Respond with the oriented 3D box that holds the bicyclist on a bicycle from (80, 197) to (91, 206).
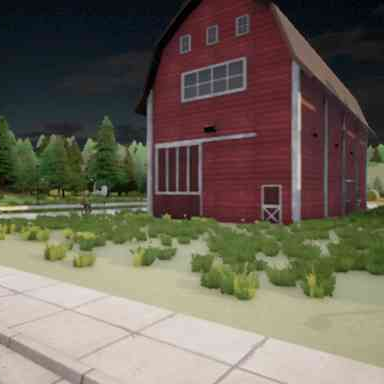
[{"bbox_3d":[-9.167,1.268,28.603,1.656,1.620,0.582,0,0,37],"label":"bicyclist on a bicycle"}]
